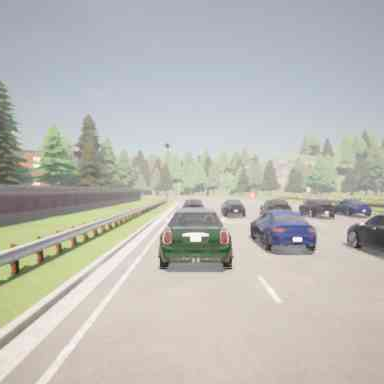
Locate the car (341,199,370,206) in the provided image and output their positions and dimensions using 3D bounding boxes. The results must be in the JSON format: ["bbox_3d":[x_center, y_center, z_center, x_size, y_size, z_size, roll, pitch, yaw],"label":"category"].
[{"bbox_3d":[14.100,1.371,29.547,1.812,1.442,4.674,0,0,0],"label":"car"}]

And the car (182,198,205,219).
[{"bbox_3d":[0.114,1.355,28.563,1.837,1.490,4.892,0,0,0],"label":"car"}]

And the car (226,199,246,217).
[{"bbox_3d":[3.614,1.371,29.535,1.812,1.442,4.674,0,0,0],"label":"car"}]

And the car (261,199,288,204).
[{"bbox_3d":[7.114,1.355,28.554,1.837,1.490,4.892,0,0,0],"label":"car"}]

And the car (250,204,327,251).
[{"bbox_3d":[3.607,1.454,13.667,1.812,1.442,4.674,0,0,0],"label":"car"}]

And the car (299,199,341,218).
[{"bbox_3d":[10.614,1.355,28.558,1.837,1.490,4.892,0,0,0],"label":"car"}]

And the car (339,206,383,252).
[{"bbox_3d":[7.106,1.445,11.336,1.837,1.490,4.892,0,0,0],"label":"car"}]

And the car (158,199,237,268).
[{"bbox_3d":[0.104,1.293,11.190,2.097,1.767,4.553,0,0,0],"label":"car"}]
